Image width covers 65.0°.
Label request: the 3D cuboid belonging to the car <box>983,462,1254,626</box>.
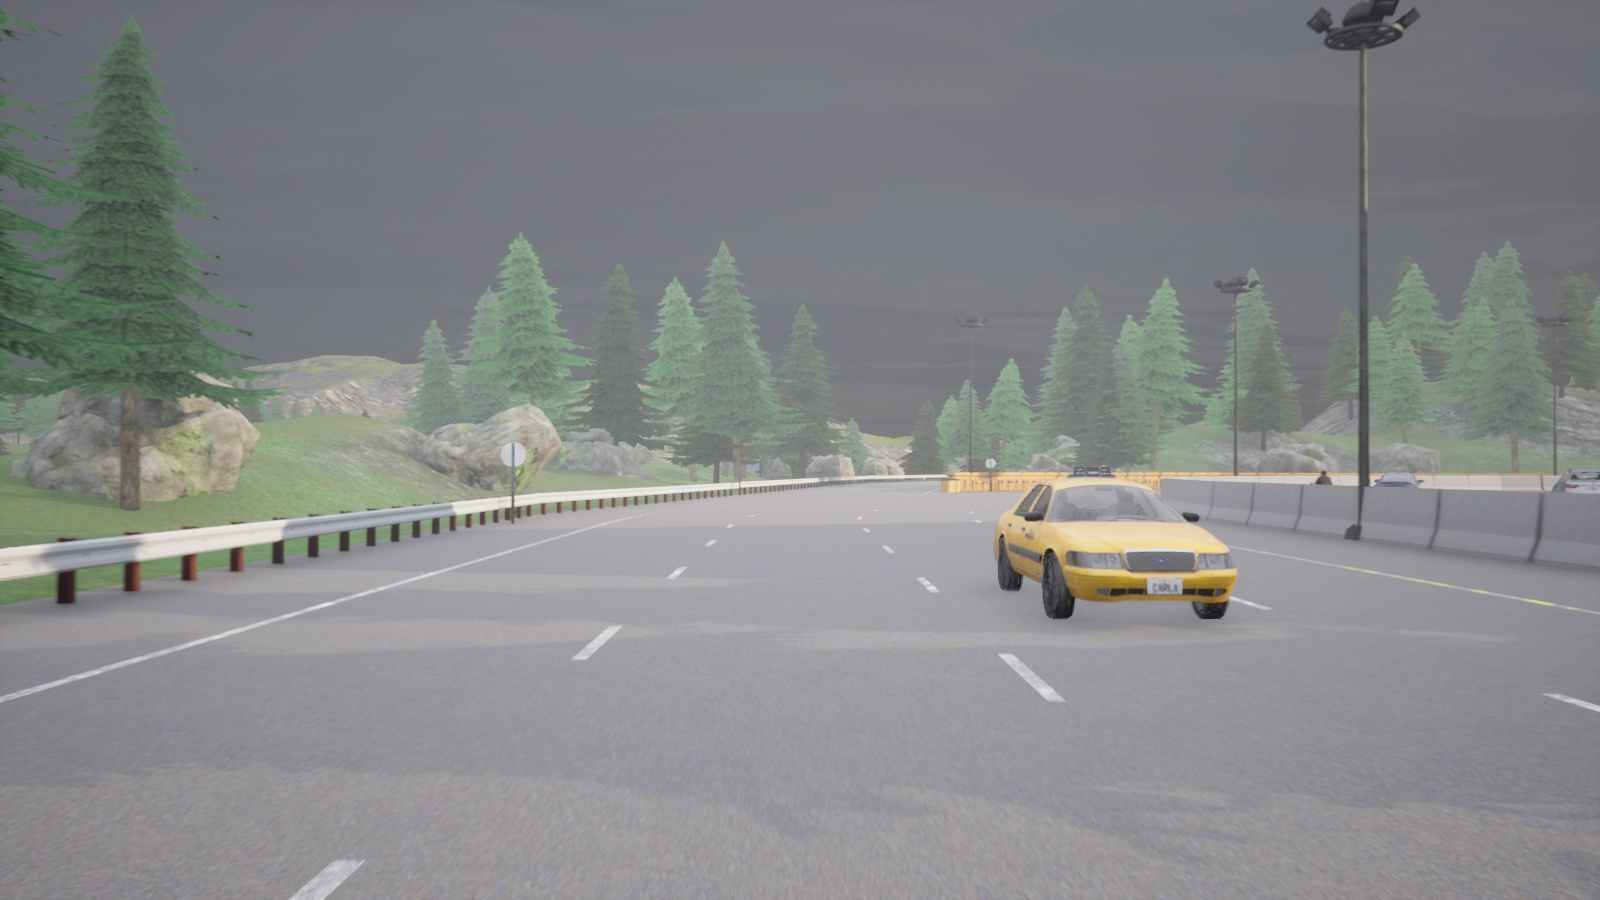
[{"bbox_3d":[3.464,0.939,14.802,1.801,1.575,5.366,0,-1,0],"label":"car"}]

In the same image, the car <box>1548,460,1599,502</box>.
[{"bbox_3d":[32.046,1.235,51.257,2.242,1.667,4.611,-1,-1,26],"label":"car"}]

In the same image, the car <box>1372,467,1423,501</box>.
[{"bbox_3d":[26.685,1.502,56.023,1.812,1.442,4.674,-1,-1,28],"label":"car"}]
